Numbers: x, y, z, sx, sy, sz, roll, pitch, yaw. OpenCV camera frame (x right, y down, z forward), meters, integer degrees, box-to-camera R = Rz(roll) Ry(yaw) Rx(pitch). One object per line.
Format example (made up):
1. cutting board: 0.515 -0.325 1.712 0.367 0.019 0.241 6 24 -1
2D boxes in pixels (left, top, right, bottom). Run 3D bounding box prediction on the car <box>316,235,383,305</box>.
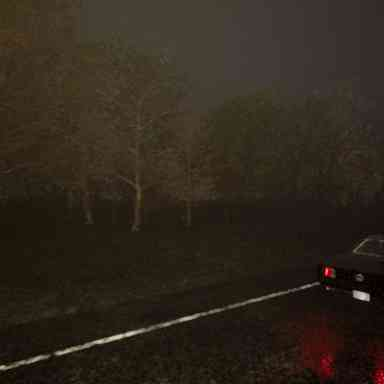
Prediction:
1. car: 4.921 1.623 7.405 4.718 1.301 1.895 0 0 -36
